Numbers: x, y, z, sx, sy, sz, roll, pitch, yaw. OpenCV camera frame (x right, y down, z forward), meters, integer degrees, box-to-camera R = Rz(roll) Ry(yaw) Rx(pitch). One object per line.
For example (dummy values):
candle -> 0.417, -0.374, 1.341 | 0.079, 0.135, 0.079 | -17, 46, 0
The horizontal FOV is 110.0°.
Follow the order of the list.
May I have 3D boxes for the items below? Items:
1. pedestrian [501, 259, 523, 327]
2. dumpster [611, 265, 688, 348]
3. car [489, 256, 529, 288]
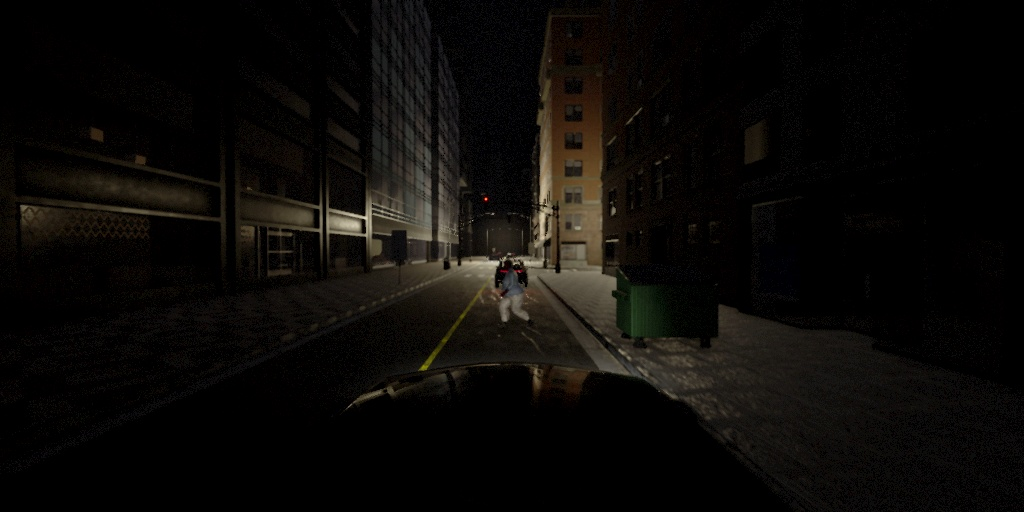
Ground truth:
pedestrian -> -0.008, 0.930, 9.249 | 0.375, 1.860, 0.375 | 0, 1, -10
dumpster -> 3.115, 1.046, 8.456 | 1.020, 1.700, 1.940 | 0, 0, 0
car -> -0.020, 0.952, 20.944 | 2.128, 1.511, 4.902 | 0, 1, 0
